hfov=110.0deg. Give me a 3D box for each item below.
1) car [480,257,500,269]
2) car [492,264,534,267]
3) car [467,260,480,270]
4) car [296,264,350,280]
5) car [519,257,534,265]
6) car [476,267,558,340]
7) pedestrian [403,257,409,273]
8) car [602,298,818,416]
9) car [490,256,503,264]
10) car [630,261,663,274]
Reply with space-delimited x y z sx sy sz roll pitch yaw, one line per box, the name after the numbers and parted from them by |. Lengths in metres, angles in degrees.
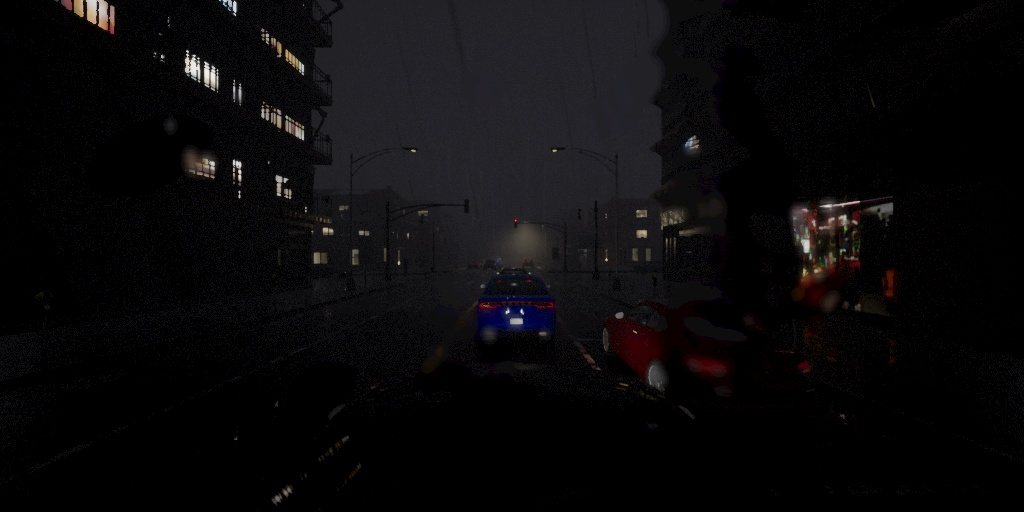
-3.102 1.291 51.633 1.837 1.490 4.892 0 0 0 | car
0.097 1.322 18.987 1.994 1.385 4.181 0 0 0 | car
-5.791 1.336 55.033 1.888 1.381 4.507 0 0 0 | car
-17.517 1.456 33.550 4.892 1.490 1.837 -1 0 0 | car
2.676 1.114 60.557 2.192 1.841 5.009 0 0 0 | car
0.099 1.230 10.046 1.882 1.535 5.008 0 0 0 | car
-12.521 1.061 42.290 0.375 1.860 0.375 0 0 0 | pedestrian
2.689 1.333 5.805 1.802 1.307 4.207 0 0 0 | car
-3.083 1.028 63.560 2.150 2.045 5.566 0 0 2 | car
14.356 1.154 36.776 4.181 1.385 1.994 -1 0 0 | car
